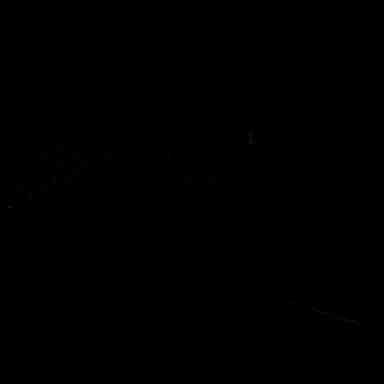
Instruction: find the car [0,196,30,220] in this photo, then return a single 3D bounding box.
[{"bbox_3d":[-16.554,1.430,31.092,2.150,2.045,5.566,0,-1,-20],"label":"car"}]
